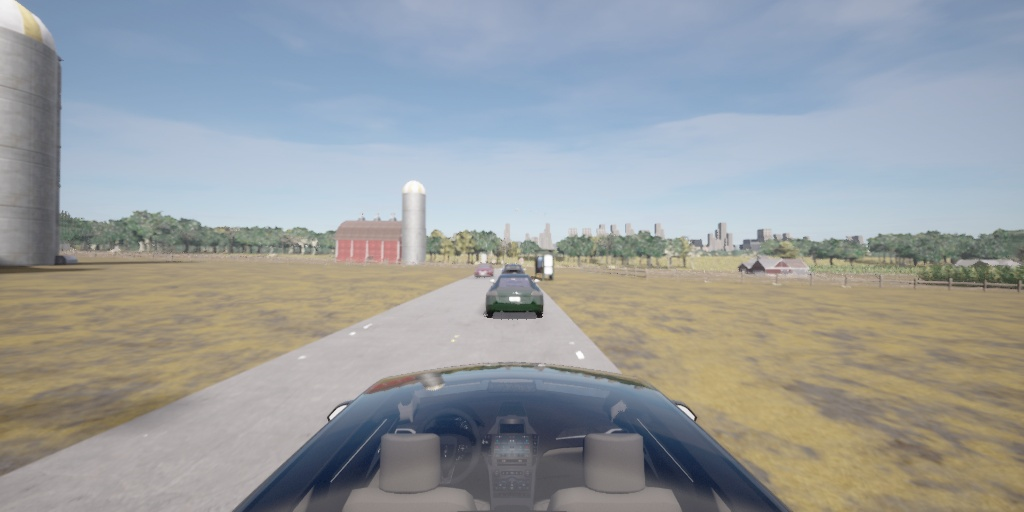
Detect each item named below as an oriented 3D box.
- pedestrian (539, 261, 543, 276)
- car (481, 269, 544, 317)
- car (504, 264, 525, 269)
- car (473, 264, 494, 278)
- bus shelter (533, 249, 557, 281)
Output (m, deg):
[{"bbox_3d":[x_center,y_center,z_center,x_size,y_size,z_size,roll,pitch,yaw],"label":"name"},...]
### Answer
[{"bbox_3d":[2.821,0.997,34.865,0.375,1.860,0.375,0,-1,-15],"label":"pedestrian"},{"bbox_3d":[0.091,1.343,13.391,1.994,1.385,4.181,0,0,0],"label":"car"},{"bbox_3d":[0.091,1.393,28.928,1.837,1.490,4.892,0,-1,0],"label":"car"},{"bbox_3d":[-2.846,1.508,37.322,1.812,1.442,4.674,0,-1,0],"label":"car"},{"bbox_3d":[3.122,0.810,33.396,1.920,2.740,3.880,0,0,0],"label":"bus shelter"}]
